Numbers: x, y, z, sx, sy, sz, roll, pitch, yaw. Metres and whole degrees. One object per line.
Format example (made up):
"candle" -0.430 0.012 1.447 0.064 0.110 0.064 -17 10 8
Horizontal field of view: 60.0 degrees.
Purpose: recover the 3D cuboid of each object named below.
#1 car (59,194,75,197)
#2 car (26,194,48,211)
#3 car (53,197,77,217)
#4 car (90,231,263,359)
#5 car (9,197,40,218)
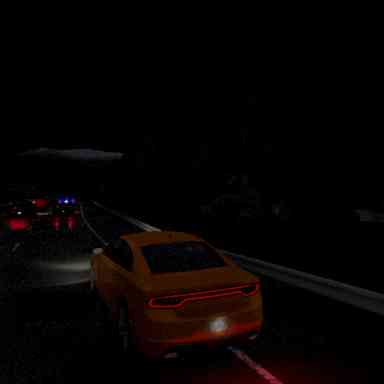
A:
"car" -15.540 1.232 41.388 2.150 2.045 5.566 0 0 -19
"car" -18.701 1.233 39.983 2.150 2.045 5.566 0 0 -19
"car" -12.082 1.500 31.503 2.128 1.511 4.902 0 0 -19
"car" -0.712 1.479 6.309 1.882 1.535 5.008 0 0 -25
"car" -15.252 1.514 30.102 1.837 1.490 4.892 0 0 -20
